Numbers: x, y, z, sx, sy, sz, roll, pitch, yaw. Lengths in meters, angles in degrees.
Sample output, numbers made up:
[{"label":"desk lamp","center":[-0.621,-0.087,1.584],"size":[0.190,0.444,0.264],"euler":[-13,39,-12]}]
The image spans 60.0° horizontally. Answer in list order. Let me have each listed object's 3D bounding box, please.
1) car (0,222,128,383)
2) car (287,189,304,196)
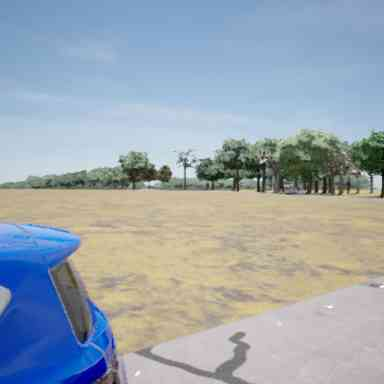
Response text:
[{"label":"car","center":[-2.926,1.222,0.985],"size":[5.566,2.045,2.150],"euler":[0,0,-36]},{"label":"car","center":[28.378,0.125,90.908],"size":[2.097,1.767,4.553],"euler":[0,2,-36]}]
